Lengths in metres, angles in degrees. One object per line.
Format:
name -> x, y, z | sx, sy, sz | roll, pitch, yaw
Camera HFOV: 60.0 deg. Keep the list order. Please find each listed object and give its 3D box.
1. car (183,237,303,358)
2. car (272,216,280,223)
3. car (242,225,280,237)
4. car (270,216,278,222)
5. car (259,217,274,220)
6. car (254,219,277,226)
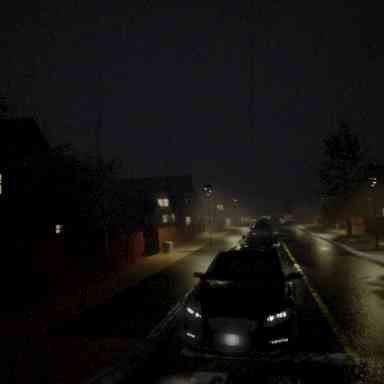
car -> 1.228, 1.972, 7.081 | 2.128, 1.511, 4.902 | -3, -4, 16
car -> 19.569, 6.495, 77.753 | 2.033, 1.411, 5.357 | -3, -4, 12
car -> 3.660, 2.709, 17.645 | 1.994, 1.385, 4.181 | -3, -4, 12
car -> 21.761, 7.034, 87.927 | 1.812, 1.442, 4.674 | -3, -4, 12
car -> 9.510, 4.366, 44.256 | 1.837, 1.490, 4.892 | -3, -5, 12
car -> 5.933, 3.338, 28.091 | 1.812, 1.442, 4.674 | -3, -4, 12
